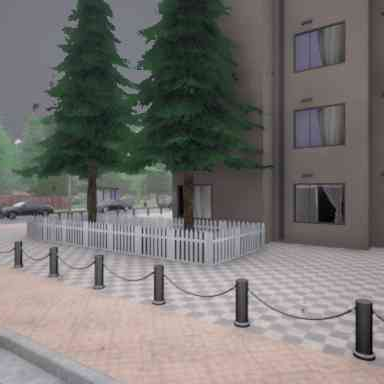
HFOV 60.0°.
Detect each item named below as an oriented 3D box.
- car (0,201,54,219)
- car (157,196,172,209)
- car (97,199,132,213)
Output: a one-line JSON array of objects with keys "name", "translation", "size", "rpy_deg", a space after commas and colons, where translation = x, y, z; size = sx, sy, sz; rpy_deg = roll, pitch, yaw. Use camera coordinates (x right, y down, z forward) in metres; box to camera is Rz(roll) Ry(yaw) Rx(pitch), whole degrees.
[{"name": "car", "translation": [-14.299, 1.502, 28.691], "size": [1.812, 1.442, 4.674], "rpy_deg": [0, 0, 37]}, {"name": "car", "translation": [-2.541, 1.329, 44.321], "size": [2.097, 1.767, 4.553], "rpy_deg": [0, 0, 37]}, {"name": "car", "translation": [-8.710, 1.468, 36.154], "size": [2.128, 1.511, 4.902], "rpy_deg": [0, 0, 37]}]
